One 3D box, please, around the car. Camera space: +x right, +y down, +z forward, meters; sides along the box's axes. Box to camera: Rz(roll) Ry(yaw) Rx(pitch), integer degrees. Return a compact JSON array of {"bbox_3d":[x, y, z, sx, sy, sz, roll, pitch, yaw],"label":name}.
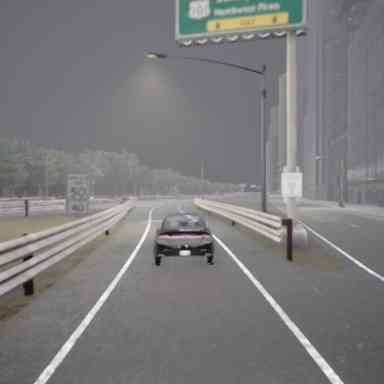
[{"bbox_3d":[-0.316,1.483,11.709,2.128,1.511,4.902,0,0,-3],"label":"car"}]
